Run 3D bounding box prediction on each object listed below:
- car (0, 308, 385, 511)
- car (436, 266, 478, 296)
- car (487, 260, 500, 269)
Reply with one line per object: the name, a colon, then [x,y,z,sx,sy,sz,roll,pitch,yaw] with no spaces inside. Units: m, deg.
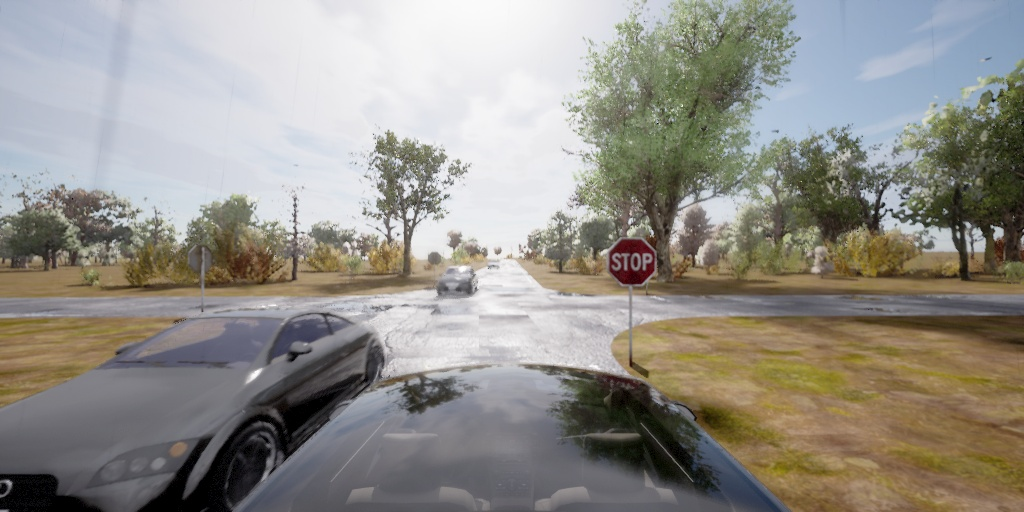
car: [-3.004,1.326,4.023,1.994,1.385,4.181,0,0,0]
car: [-3.014,1.333,20.480,2.128,1.511,4.902,0,1,0]
car: [-3.038,1.395,59.101,1.812,1.442,4.674,0,0,0]
